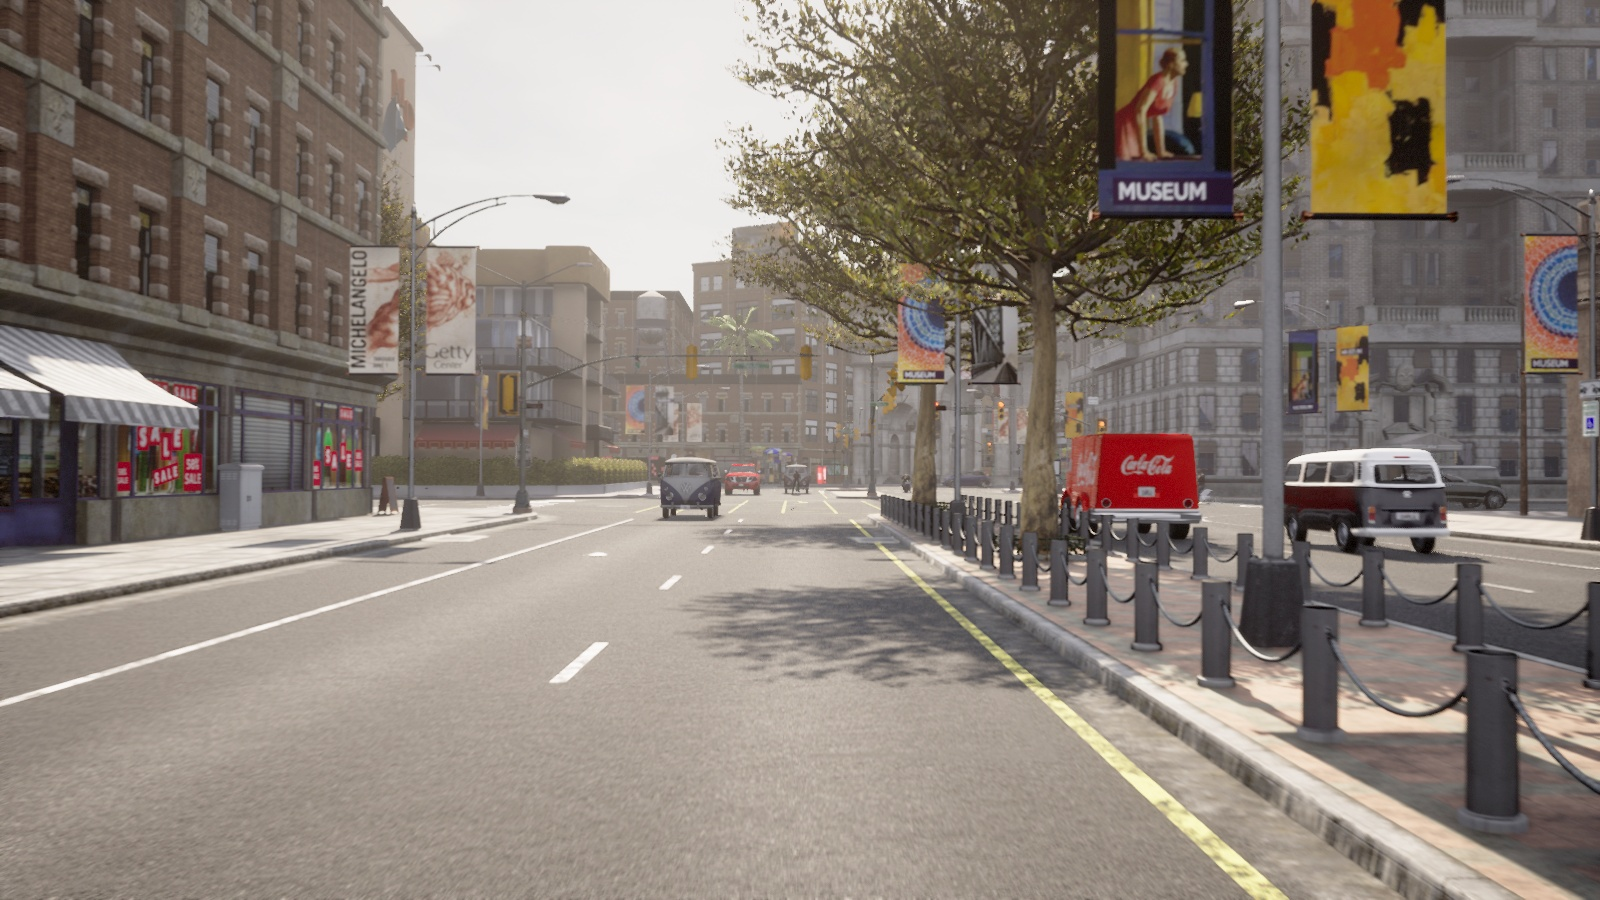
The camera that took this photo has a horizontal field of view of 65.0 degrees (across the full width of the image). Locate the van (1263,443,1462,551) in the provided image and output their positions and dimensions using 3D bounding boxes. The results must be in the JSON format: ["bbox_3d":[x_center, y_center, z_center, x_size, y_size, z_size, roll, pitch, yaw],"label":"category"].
[{"bbox_3d":[11.436,0.927,25.940,2.069,2.038,4.480,0,-1,0],"label":"van"}]

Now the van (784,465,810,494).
[{"bbox_3d":[-0.214,2.032,87.443,1.775,1.987,4.442,0,-1,0],"label":"van"}]

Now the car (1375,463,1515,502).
[{"bbox_3d":[28.270,1.404,55.177,5.027,1.651,2.152,0,-1,-1],"label":"car"}]

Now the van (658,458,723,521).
[{"bbox_3d":[-3.603,1.282,41.832,1.775,1.987,4.442,0,-1,0],"label":"van"}]

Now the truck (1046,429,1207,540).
[{"bbox_3d":[7.818,0.811,30.709,2.627,2.467,5.204,0,-1,1],"label":"truck"}]

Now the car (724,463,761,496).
[{"bbox_3d":[-3.701,1.923,82.141,2.150,2.045,5.566,0,-1,0],"label":"car"}]

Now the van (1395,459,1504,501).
[{"bbox_3d":[32.137,1.480,62.215,4.442,1.987,1.775,0,-1,0],"label":"van"}]
